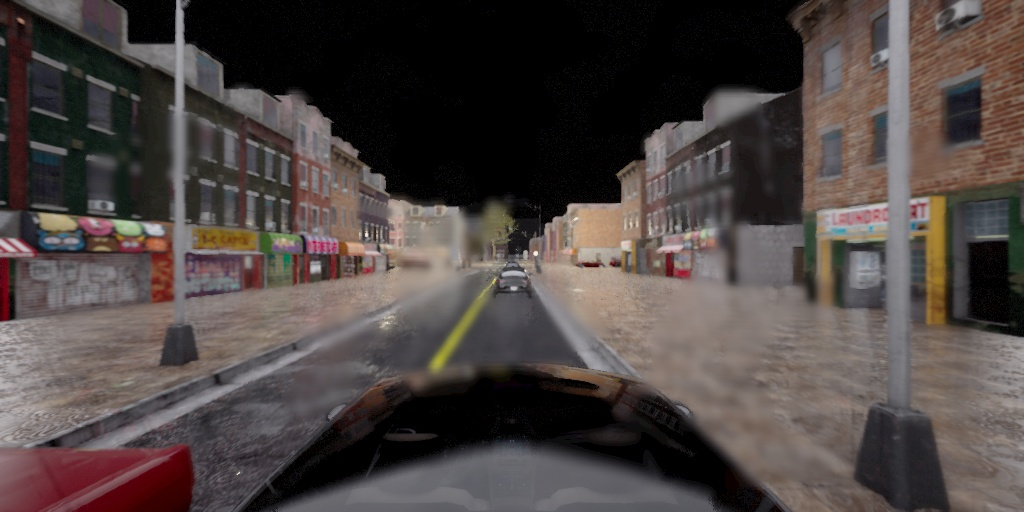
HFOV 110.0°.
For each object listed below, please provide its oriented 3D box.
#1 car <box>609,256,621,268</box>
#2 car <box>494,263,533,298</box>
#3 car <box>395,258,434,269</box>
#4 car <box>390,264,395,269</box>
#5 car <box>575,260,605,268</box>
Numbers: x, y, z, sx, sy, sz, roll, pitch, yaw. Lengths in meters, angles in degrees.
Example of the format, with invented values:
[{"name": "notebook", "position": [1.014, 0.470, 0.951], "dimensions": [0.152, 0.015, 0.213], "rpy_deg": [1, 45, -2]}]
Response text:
[{"name": "car", "position": [17.301, 0.946, 54.639], "dimensions": [5.009, 1.841, 2.192], "rpy_deg": [0, 0, 0]}, {"name": "car", "position": [0.077, 1.269, 18.150], "dimensions": [1.812, 1.442, 4.674], "rpy_deg": [0, 0, 0]}, {"name": "car", "position": [-14.541, 1.179, 54.533], "dimensions": [5.009, 1.841, 2.192], "rpy_deg": [0, 0, 0]}, {"name": "car", "position": [-19.967, 1.473, 54.515], "dimensions": [4.313, 1.339, 1.948], "rpy_deg": [0, 0, 0]}, {"name": "car", "position": [11.868, 1.214, 54.621], "dimensions": [4.507, 1.381, 1.888], "rpy_deg": [0, 0, 0]}]
